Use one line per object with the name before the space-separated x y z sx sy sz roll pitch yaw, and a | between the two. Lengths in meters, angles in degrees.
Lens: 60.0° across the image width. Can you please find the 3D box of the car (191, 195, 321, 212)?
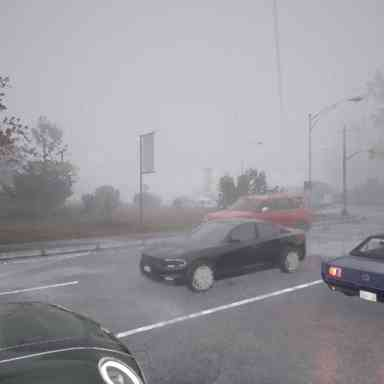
car | 2.962 1.174 14.682 5.566 2.045 2.150 -1 0 -35

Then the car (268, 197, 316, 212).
car | 10.947 1.291 36.839 1.837 1.490 4.892 -1 0 -39

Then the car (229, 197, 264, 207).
car | 7.595 1.361 46.634 1.895 1.301 4.718 -1 0 -39

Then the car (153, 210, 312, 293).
car | 1.018 1.461 9.006 5.008 1.535 1.882 0 0 -35

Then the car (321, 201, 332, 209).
car | 13.580 1.303 39.150 2.033 1.411 5.357 -1 0 -39

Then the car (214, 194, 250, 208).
car | 5.245 1.142 43.967 2.097 1.767 4.553 -1 0 -39

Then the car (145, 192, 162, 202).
car | -7.564 1.021 60.079 2.150 2.045 5.566 -1 0 -38

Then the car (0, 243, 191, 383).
car | -2.483 1.352 1.952 4.553 1.767 2.097 0 0 -36

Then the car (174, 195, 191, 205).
car | -0.969 1.287 51.752 2.128 1.511 4.902 -1 0 -38

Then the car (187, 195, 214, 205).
car | 1.279 1.291 54.546 1.812 1.442 4.674 -1 0 -38

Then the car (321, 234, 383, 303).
car | 4.989 1.573 7.289 4.718 1.301 1.895 0 0 -35
